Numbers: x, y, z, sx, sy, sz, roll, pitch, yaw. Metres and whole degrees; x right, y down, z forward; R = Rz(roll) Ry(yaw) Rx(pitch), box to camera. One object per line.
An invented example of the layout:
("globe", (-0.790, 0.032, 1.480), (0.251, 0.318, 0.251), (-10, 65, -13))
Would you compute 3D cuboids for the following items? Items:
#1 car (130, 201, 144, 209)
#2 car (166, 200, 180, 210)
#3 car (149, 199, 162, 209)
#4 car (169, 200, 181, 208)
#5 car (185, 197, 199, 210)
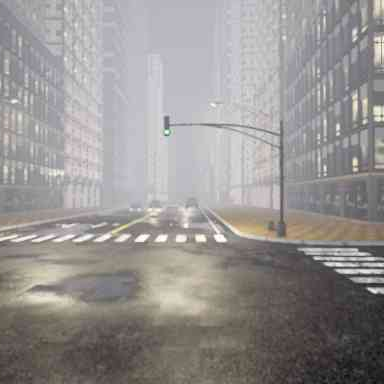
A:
("car", (-9.778, 2.299, 59.903), (2.033, 1.411, 5.357), (0, -1, 0))
("car", (-3.276, 2.294, 55.768), (1.895, 1.301, 4.718), (0, -1, 0))
("car", (-6.528, 2.104, 59.937), (2.097, 1.767, 4.553), (0, -1, 0))
("car", (-3.281, 2.329, 65.739), (2.128, 1.511, 4.902), (0, -1, 0))
("car", (-0.026, 1.915, 55.775), (2.150, 2.045, 5.566), (0, -1, 0))
